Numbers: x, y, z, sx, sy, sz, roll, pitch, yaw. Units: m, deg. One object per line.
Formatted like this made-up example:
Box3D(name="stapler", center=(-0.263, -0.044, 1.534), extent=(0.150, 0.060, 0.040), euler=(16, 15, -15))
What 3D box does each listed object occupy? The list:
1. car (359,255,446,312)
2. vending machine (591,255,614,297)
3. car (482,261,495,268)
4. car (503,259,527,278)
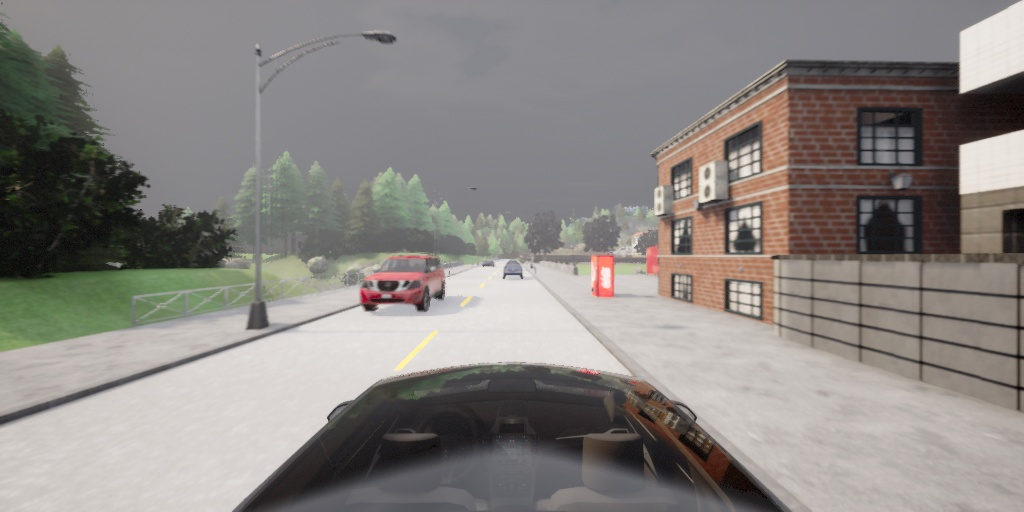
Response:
Box3D(name="car", center=(-4.100, 0.971, 14.498), extent=(2.150, 2.045, 5.566), euler=(0, 0, 0))
Box3D(name="vending machine", center=(4.299, 0.942, 16.986), extent=(1.100, 2.100, 0.880), euler=(0, 0, 0))
Box3D(name="car", center=(-4.039, 1.300, 62.050), extent=(1.994, 1.385, 4.181), euler=(0, 0, 1))
Box3D(name="car", center=(0.095, 1.291, 33.405), extent=(2.033, 1.411, 5.357), euler=(0, 0, 0))
